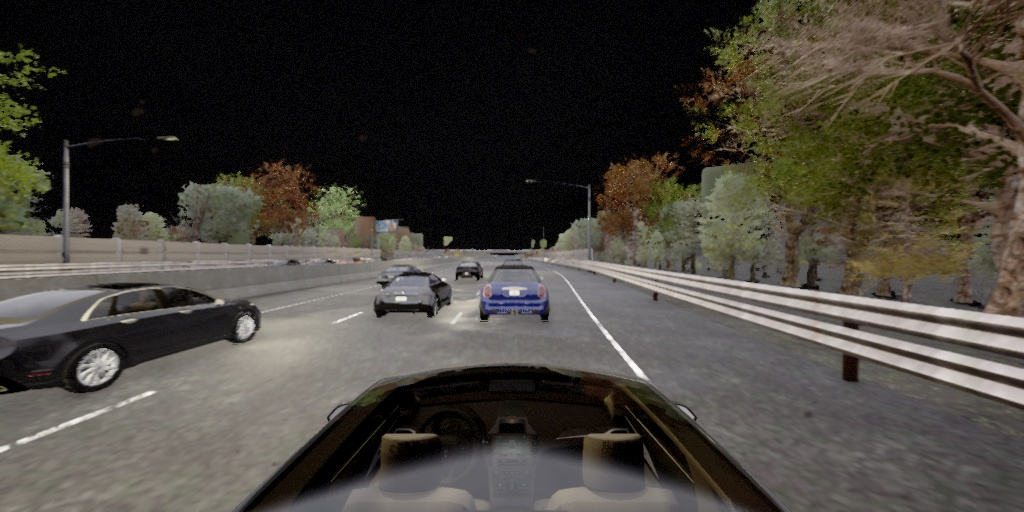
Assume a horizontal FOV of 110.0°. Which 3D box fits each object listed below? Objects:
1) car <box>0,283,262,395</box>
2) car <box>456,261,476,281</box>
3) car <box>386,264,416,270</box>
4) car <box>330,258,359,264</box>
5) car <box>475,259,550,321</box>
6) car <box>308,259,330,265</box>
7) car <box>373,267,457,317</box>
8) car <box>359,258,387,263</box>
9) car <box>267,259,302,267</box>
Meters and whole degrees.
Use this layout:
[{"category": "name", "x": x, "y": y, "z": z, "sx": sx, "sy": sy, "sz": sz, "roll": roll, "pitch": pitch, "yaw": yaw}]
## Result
[{"category": "car", "x": -6.944, "y": 1.243, "z": 6.647, "sx": 1.837, "sy": 1.490, "sz": 4.892, "roll": 0, "pitch": 1, "yaw": 0}, {"category": "car", "x": -3.417, "y": 1.162, "z": 29.407, "sx": 1.882, "sy": 1.535, "sz": 5.008, "roll": 0, "pitch": 0, "yaw": 0}, {"category": "car", "x": -6.937, "y": 1.245, "z": 22.990, "sx": 2.033, "sy": 1.411, "sz": 5.357, "roll": 0, "pitch": 0, "yaw": 0}, {"category": "car", "x": -21.083, "y": 1.006, "z": 46.446, "sx": 2.097, "sy": 1.767, "sz": 4.553, "roll": 0, "pitch": 0, "yaw": 0}, {"category": "car", "x": 0.081, "y": 1.075, "z": 12.454, "sx": 2.097, "sy": 1.767, "sz": 4.553, "roll": 0, "pitch": 0, "yaw": 0}, {"category": "car", "x": -24.581, "y": 1.161, "z": 46.576, "sx": 1.837, "sy": 1.490, "sz": 4.892, "roll": 0, "pitch": 0, "yaw": 0}, {"category": "car", "x": -3.415, "y": 1.285, "z": 13.074, "sx": 1.994, "sy": 1.385, "sz": 4.181, "roll": 0, "pitch": 0, "yaw": 0}, {"category": "car", "x": -17.586, "y": 1.006, "z": 46.573, "sx": 2.097, "sy": 1.767, "sz": 4.553, "roll": 0, "pitch": 0, "yaw": 0}, {"category": "car", "x": -28.056, "y": 1.160, "z": 44.309, "sx": 1.837, "sy": 1.490, "sz": 4.892, "roll": 0, "pitch": 0, "yaw": 0}]
